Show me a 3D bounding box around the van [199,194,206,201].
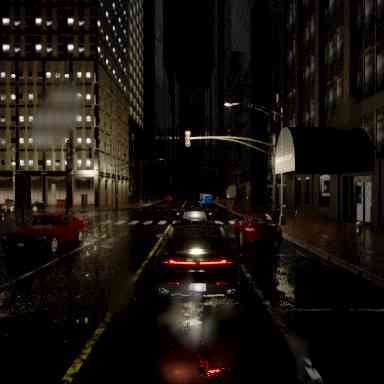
[{"bbox_3d":[2.809,1.313,86.947,1.690,1.788,3.998,0,0,0],"label":"van"}]

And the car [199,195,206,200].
[{"bbox_3d":[2.818,1.550,92.644,1.802,1.307,4.206,0,0,0],"label":"car"}]

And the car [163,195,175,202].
[{"bbox_3d":[-5.587,1.524,75.566,1.887,1.381,4.507,0,0,0],"label":"car"}]

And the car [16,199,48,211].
[{"bbox_3d":[-18.469,1.499,37.246,4.403,1.369,2.008,0,0,1],"label":"car"}]

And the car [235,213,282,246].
[{"bbox_3d":[2.835,1.580,14.871,1.802,1.307,4.206,0,0,0],"label":"car"}]

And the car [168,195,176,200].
[{"bbox_3d":[-5.563,1.534,92.657,1.947,1.339,4.313,0,0,0],"label":"car"}]

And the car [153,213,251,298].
[{"bbox_3d":[0.111,1.504,8.518,1.837,1.490,4.892,0,0,0],"label":"car"}]

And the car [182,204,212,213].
[{"bbox_3d":[0.125,1.562,17.394,1.994,1.385,4.181,0,0,0],"label":"car"}]

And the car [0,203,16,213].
[{"bbox_3d":[-18.568,1.308,28.864,5.009,1.841,2.192,0,0,1],"label":"car"}]

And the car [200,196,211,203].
[{"bbox_3d":[2.785,1.534,69.857,2.008,1.369,4.403,0,0,0],"label":"car"}]

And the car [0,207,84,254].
[{"bbox_3d":[-5.806,1.543,13.507,1.887,1.381,4.507,0,0,0],"label":"car"}]

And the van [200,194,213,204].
[{"bbox_3d":[2.768,1.329,58.464,1.690,1.788,3.998,0,0,0],"label":"van"}]
